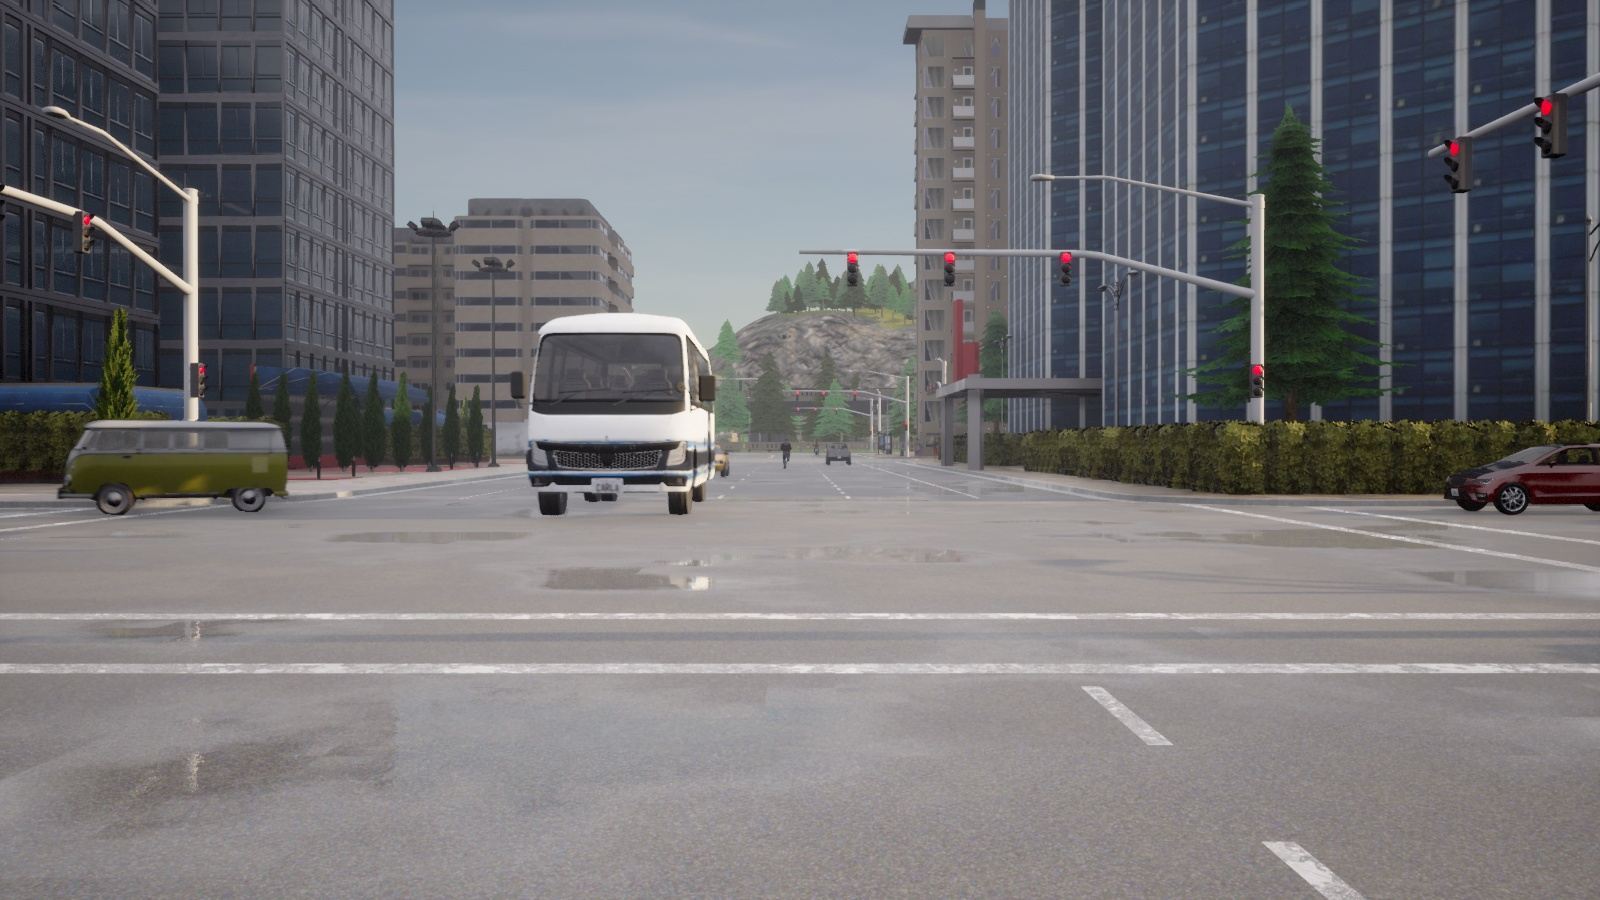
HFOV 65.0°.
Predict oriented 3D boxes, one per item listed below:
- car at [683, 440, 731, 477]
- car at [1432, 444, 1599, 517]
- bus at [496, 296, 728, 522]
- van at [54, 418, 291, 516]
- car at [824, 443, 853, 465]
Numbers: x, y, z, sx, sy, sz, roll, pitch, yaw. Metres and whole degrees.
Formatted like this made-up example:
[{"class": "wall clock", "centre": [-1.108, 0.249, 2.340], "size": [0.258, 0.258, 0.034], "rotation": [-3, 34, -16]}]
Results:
[{"class": "car", "centre": [-4.139, 0.364, 56.297], "size": [1.801, 1.575, 5.366], "rotation": [0, 0, -1]}, {"class": "car", "centre": [15.923, 0.623, 26.546], "size": [4.193, 1.474, 1.816], "rotation": [0, 0, 0]}, {"class": "bus", "centre": [-3.838, -0.796, 28.850], "size": [3.944, 4.253, 10.273], "rotation": [0, 0, -1]}, {"class": "van", "centre": [-13.401, 0.335, 27.098], "size": [4.442, 1.987, 1.775], "rotation": [0, 1, -24]}, {"class": "car", "centre": [2.593, 0.277, 85.981], "size": [1.845, 1.501, 3.633], "rotation": [0, 0, -1]}]
